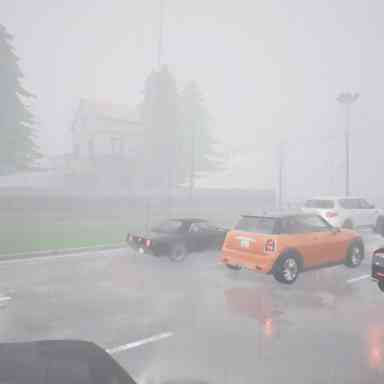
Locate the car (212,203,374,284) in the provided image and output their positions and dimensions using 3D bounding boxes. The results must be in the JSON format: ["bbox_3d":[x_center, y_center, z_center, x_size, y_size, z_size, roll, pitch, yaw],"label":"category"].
[{"bbox_3d":[3.093,1.352,9.800,4.553,1.767,2.097,0,0,-36],"label":"car"}]

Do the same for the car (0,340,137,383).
[{"bbox_3d":[-2.666,1.547,1.335,5.357,1.411,2.033,0,0,-35],"label":"car"}]

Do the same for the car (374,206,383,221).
[{"bbox_3d":[10.548,1.478,15.145,5.008,1.535,1.882,0,0,-36],"label":"car"}]

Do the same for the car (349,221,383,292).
[{"bbox_3d":[5.978,1.492,7.559,4.902,1.511,2.128,0,0,-36],"label":"car"}]

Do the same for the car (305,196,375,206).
[{"bbox_3d":[8.108,1.223,17.698,5.566,2.045,2.150,0,0,-36],"label":"car"}]

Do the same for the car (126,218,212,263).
[{"bbox_3d":[0.176,1.601,12.001,4.718,1.301,1.895,0,0,-36],"label":"car"}]
